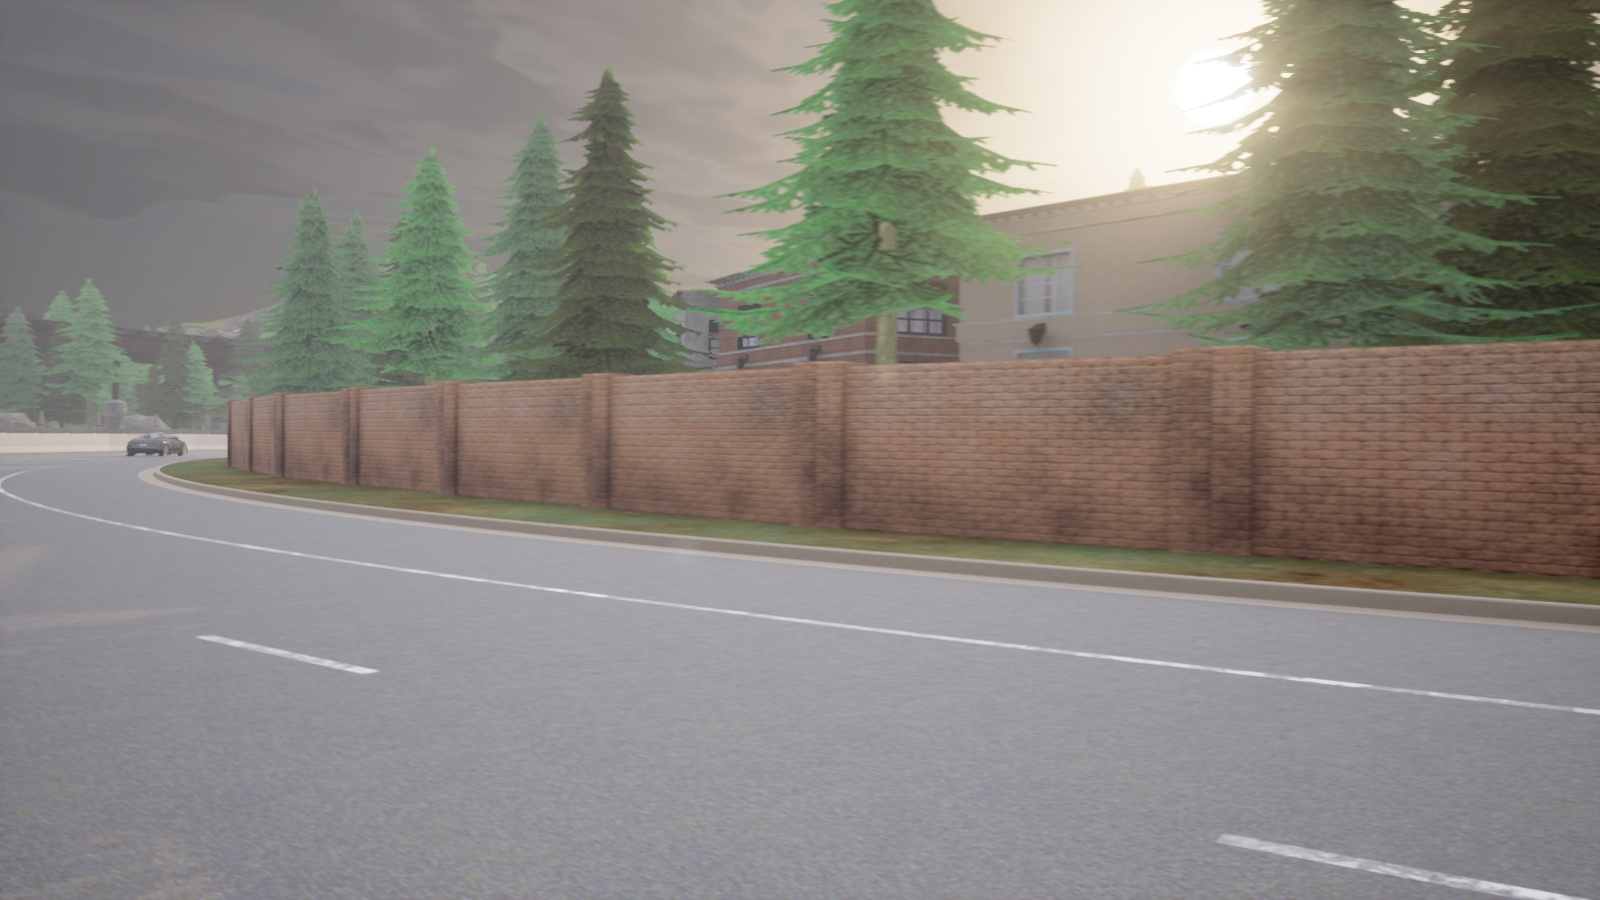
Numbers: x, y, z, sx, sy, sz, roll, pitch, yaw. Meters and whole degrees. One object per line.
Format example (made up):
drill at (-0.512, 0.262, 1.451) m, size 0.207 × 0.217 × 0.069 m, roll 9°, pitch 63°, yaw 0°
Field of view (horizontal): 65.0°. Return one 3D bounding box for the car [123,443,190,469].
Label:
car at (-35.786, 0.328, 69.933) m, size 1.994 × 1.385 × 4.181 m, roll -1°, pitch 1°, yaw -7°
